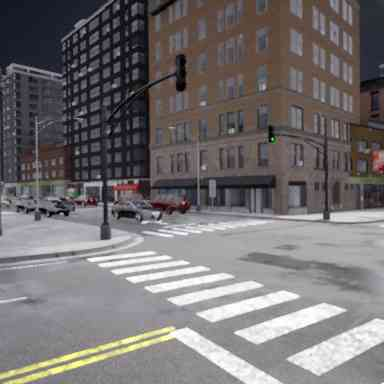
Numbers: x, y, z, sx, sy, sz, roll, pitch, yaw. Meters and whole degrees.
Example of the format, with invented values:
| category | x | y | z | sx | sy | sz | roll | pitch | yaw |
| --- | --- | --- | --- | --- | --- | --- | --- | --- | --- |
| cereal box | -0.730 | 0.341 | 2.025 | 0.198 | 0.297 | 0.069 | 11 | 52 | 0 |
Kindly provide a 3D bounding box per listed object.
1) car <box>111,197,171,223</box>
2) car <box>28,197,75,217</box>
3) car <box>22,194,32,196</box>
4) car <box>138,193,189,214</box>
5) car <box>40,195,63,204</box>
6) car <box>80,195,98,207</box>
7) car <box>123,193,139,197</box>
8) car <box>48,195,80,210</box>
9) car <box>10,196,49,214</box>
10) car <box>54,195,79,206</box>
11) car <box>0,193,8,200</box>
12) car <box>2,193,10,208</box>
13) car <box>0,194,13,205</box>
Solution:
| category | x | y | z | sx | sy | sz | roll | pitch | yaw |
| --- | --- | --- | --- | --- | --- | --- | --- | --- | --- |
| car | -4.153 | 1.379 | 24.695 | 2.128 | 1.511 | 4.902 | -1 | 1 | -44 |
| car | -12.369 | 1.422 | 29.211 | 1.947 | 1.339 | 4.313 | 0 | 1 | -44 |
| car | -29.276 | 1.050 | 58.863 | 1.802 | 1.307 | 4.206 | 0 | 1 | -44 |
| car | -2.420 | 1.097 | 31.199 | 2.192 | 1.841 | 5.009 | 0 | 1 | -44 |
| car | -21.603 | 1.144 | 50.960 | 1.802 | 1.307 | 4.206 | 0 | 1 | -44 |
| car | -13.930 | 1.092 | 43.055 | 1.967 | 1.590 | 4.097 | 0 | 1 | -44 |
| car | -6.256 | 1.054 | 35.151 | 2.192 | 1.841 | 5.009 | 0 | 1 | -44 |
| car | -13.816 | 1.305 | 34.653 | 1.812 | 1.442 | 4.674 | -1 | 1 | -44 |
| car | -16.205 | 1.379 | 33.161 | 1.947 | 1.339 | 4.313 | 0 | 1 | -44 |
| car | -17.767 | 1.189 | 47.008 | 1.802 | 1.307 | 4.206 | 0 | 1 | -44 |
| car | -40.786 | 0.890 | 70.717 | 1.947 | 1.339 | 4.313 | 0 | 1 | -44 |
| car | -23.757 | 1.251 | 40.940 | 1.752 | 1.417 | 4.829 | 0 | 1 | -44 |
| car | -28.586 | 1.132 | 50.000 | 1.812 | 1.442 | 4.674 | -1 | 1 | -44 |
